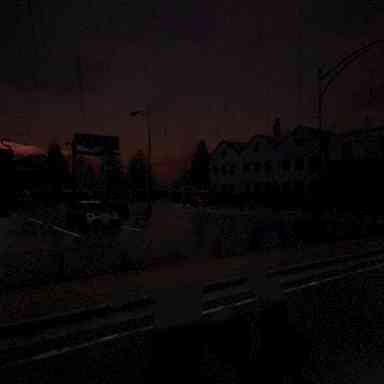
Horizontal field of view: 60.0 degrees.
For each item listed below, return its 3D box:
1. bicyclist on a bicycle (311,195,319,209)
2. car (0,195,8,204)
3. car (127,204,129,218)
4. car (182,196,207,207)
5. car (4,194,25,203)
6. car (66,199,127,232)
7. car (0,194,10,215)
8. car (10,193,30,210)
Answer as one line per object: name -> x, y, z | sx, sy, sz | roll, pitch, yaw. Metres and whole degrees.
bicyclist on a bicycle -> 13.626, 1.124, 36.816 | 1.656, 1.620, 0.582 | 0, 0, -35
car -> -39.242, 1.495, 66.078 | 4.611, 1.667, 2.242 | 0, 0, -36
car -> -6.480, 1.313, 25.732 | 2.007, 1.523, 4.514 | 0, 0, -36
car -> 0.407, 1.349, 48.836 | 1.812, 1.442, 4.674 | 0, 0, -36
car -> -39.017, 1.328, 73.206 | 3.866, 1.878, 1.905 | 0, 0, -36
car -> -5.347, 1.248, 17.869 | 1.970, 1.475, 3.806 | 0, 0, -36
car -> -17.955, 1.113, 29.821 | 1.932, 1.855, 4.605 | 0, 0, -36
car -> -19.870, 1.092, 38.130 | 1.905, 1.878, 3.866 | 0, 0, -36
